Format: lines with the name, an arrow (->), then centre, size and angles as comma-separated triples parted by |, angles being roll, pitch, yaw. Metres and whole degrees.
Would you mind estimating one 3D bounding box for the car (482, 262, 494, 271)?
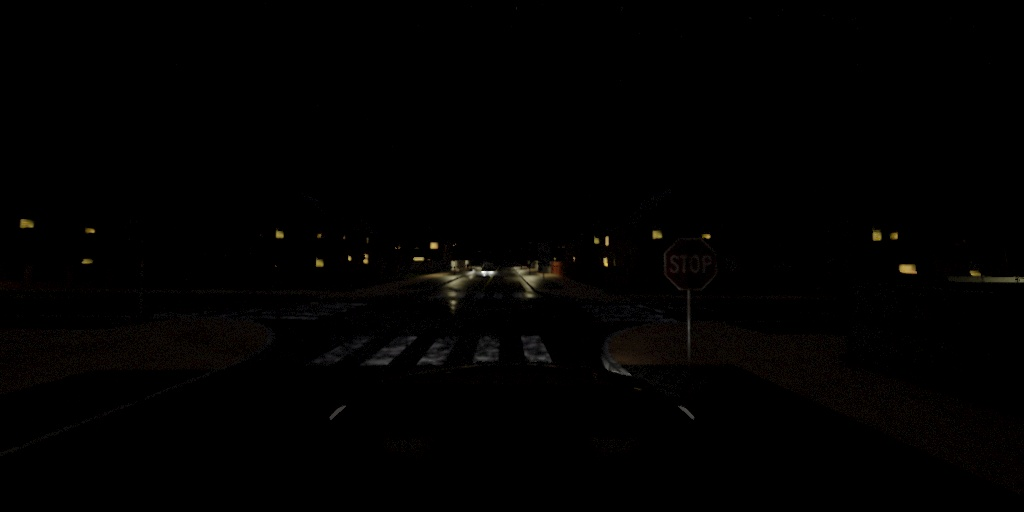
car -> -4.082, 1.795, 61.376 | 2.128, 1.511, 4.902 | 0, -1, -1
